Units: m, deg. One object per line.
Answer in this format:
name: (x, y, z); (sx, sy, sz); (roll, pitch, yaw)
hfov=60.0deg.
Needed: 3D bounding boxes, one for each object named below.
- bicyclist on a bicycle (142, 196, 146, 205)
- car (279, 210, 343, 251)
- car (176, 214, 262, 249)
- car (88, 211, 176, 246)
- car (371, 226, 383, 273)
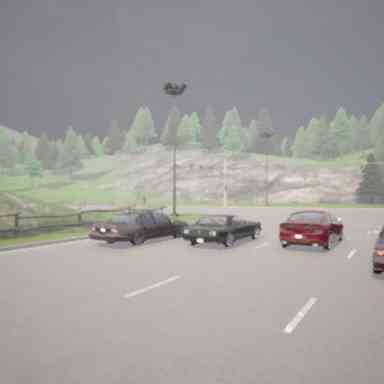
bicyclist on a bicycle: (-8.324, 1.532, 58.048); (0.582, 1.620, 1.656); (0, 0, 12)
car: (5.370, 1.536, 14.668); (1.882, 1.535, 5.008); (0, 0, 33)
car: (1.530, 1.661, 15.169); (1.895, 1.301, 4.718); (0, 0, 33)
car: (-2.285, 1.610, 15.715); (2.033, 1.411, 5.357); (0, 0, 33)
car: (6.619, 1.588, 10.147); (2.033, 1.411, 5.357); (0, 0, 32)
